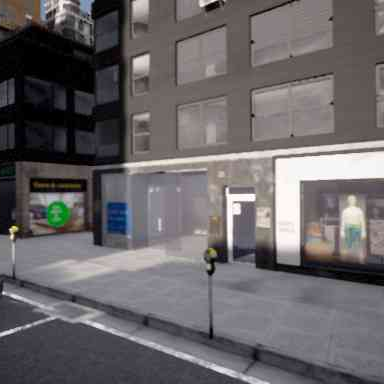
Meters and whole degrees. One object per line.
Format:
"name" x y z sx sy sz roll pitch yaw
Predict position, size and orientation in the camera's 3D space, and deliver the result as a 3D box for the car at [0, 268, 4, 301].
"car" -5.384 1.601 6.693 4.206 1.307 1.802 0 -1 35
